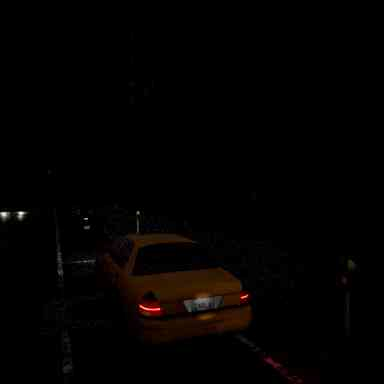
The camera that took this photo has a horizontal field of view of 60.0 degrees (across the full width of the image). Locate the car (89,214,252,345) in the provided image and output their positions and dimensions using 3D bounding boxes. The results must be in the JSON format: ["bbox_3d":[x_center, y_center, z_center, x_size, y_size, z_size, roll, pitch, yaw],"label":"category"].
[{"bbox_3d":[-0.838,1.457,6.757,1.801,1.575,5.366,0,0,-23],"label":"car"}]

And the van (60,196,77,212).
[{"bbox_3d":[-14.565,1.342,39.110,1.690,1.788,3.998,0,0,-23],"label":"van"}]

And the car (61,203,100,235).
[{"bbox_3d":[-6.104,1.551,18.699,2.008,1.369,4.403,0,0,-23],"label":"car"}]

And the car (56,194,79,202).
[{"bbox_3d":[-12.449,1.316,34.007,2.192,1.841,5.009,0,0,-23],"label":"car"}]

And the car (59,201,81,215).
[{"bbox_3d":[-8.219,1.551,23.802,2.008,1.369,4.403,0,0,-23],"label":"car"}]

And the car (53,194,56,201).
[{"bbox_3d":[-31.636,1.468,79.545,1.967,1.590,4.097,0,0,-24],"label":"car"}]

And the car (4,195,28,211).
[{"bbox_3d":[-21.386,1.486,40.263,1.882,1.535,5.008,0,0,-22],"label":"car"}]

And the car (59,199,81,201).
[{"bbox_3d":[-10.334,1.566,28.904,1.947,1.339,4.313,0,0,-23],"label":"car"}]
